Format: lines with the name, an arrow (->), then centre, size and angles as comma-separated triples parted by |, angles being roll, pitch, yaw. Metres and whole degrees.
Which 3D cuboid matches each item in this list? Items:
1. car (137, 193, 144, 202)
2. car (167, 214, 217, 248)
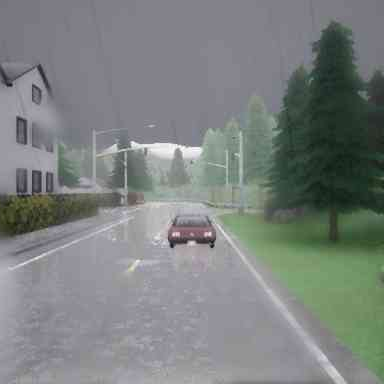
car -> -14.011, 1.198, 78.420 | 5.566, 2.045, 2.150 | 0, 0, 0
car -> 0.000, 1.613, 14.680 | 1.895, 1.301, 4.718 | 0, 0, 0
